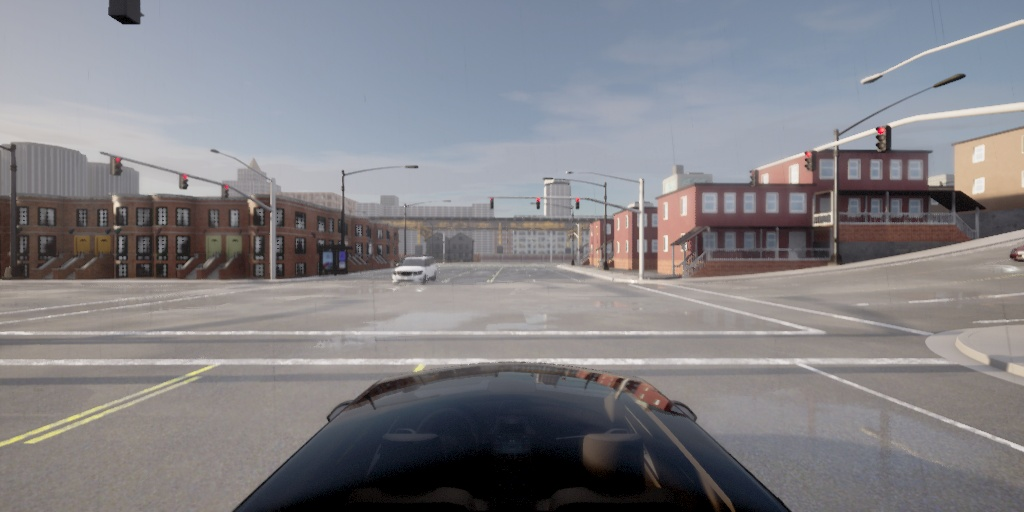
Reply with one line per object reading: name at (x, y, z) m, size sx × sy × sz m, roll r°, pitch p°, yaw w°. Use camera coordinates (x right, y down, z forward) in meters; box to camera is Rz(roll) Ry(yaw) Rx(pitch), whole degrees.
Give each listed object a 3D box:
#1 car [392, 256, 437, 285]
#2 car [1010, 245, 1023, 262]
car at (-6.994, 1.072, 26.383) m, size 2.150 × 2.045 × 5.566 m, roll 0°, pitch 1°, yaw 0°
car at (29.419, -0.641, 18.928) m, size 4.674 × 1.442 × 1.812 m, roll -10°, pitch 0°, yaw 0°
